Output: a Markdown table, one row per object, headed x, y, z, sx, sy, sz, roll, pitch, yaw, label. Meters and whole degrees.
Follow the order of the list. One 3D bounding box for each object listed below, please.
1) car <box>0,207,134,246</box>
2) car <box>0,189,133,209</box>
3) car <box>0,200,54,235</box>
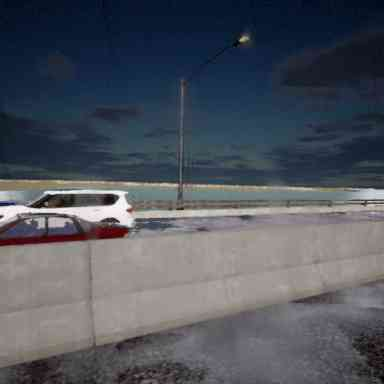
| x | y | z | sx | sy | sz | roll | pitch | yaw | label |
| --- | --- | --- | --- | --- | --- | --- | --- | --- | --- |
| -4.398 | 1.310 | 9.469 | 5.357 | 1.411 | 2.033 | 1 | 1 | -32 | car |
| -5.066 | 0.915 | 13.156 | 5.566 | 2.045 | 2.150 | 1 | 1 | -32 | car |
| -8.854 | 1.119 | 14.942 | 4.674 | 1.442 | 1.812 | 1 | 1 | -32 | car |
